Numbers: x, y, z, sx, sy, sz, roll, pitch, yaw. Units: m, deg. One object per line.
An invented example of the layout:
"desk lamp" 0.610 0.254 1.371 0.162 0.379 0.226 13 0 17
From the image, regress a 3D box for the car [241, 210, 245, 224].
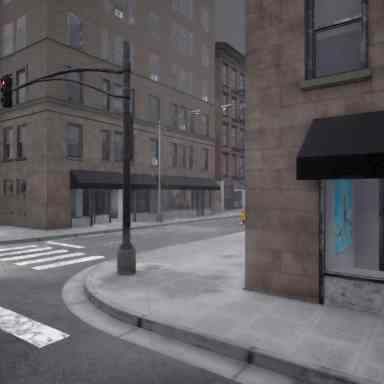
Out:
"car" 5.552 1.633 25.399 1.882 1.535 5.008 0 0 36
